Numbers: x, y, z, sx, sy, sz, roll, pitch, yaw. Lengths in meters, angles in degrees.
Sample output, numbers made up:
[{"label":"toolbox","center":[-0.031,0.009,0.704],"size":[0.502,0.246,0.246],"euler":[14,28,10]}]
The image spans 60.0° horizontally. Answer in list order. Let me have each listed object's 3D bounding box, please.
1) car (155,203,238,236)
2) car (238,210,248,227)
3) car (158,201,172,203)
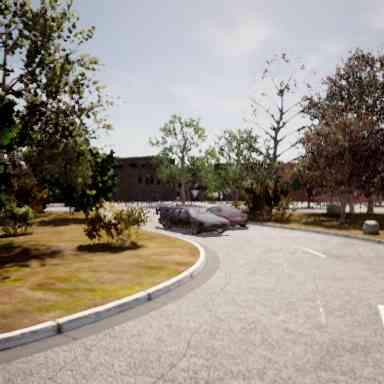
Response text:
[{"label":"car","center":[-0.033,1.569,19.167],"size":[2.033,1.411,5.357],"euler":[1,0,-33]},{"label":"car","center":[1.906,1.620,22.546],"size":[1.994,1.385,4.181],"euler":[1,0,-31]},{"label":"car","center":[-2.996,1.685,37.265],"size":[1.895,1.301,4.718],"euler":[0,0,0]}]
